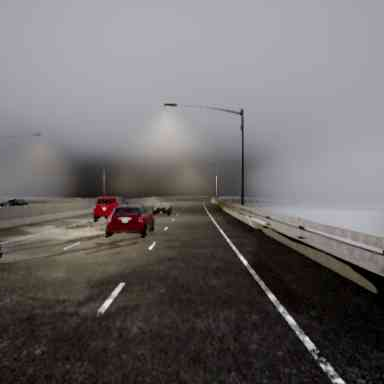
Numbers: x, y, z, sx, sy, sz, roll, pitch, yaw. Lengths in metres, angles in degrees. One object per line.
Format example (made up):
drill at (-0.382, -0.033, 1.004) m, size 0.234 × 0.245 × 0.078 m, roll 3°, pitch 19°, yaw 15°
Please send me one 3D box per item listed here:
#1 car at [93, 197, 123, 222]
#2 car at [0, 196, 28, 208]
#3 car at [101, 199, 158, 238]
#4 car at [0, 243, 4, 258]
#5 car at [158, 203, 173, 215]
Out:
car at (-6.800, 1.431, 28.561) m, size 2.150 × 2.045 × 5.566 m, roll 0°, pitch 0°, yaw 0°
car at (-20.804, 1.449, 38.539) m, size 1.837 × 1.490 × 4.892 m, roll 0°, pitch 0°, yaw 1°
car at (-3.363, 1.490, 18.859) m, size 2.097 × 1.767 × 4.553 m, roll 0°, pitch 0°, yaw 0°
car at (-6.897, 1.613, 8.108) m, size 2.033 × 1.411 × 5.357 m, roll 0°, pitch 0°, yaw 0°
car at (-3.213, 1.866, 37.163) m, size 1.895 × 1.301 × 4.718 m, roll 0°, pitch 0°, yaw 1°
